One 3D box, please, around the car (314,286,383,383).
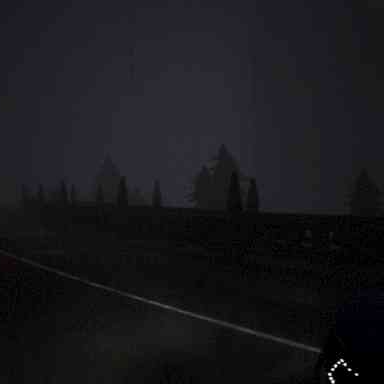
[{"bbox_3d":[3.516,1.235,1.562,5.566,2.045,2.150,0,0,35],"label":"car"}]
